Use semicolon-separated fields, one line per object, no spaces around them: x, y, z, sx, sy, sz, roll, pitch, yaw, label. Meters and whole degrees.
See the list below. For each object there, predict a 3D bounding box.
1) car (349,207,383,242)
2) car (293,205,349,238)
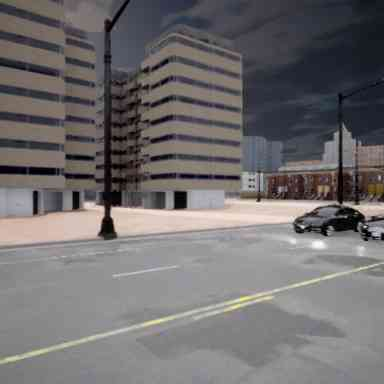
9.589;1.487;15.138;4.902;1.511;2.128;0;0;-35;car
7.470;1.500;17.927;4.892;1.490;1.837;0;0;-35;car
